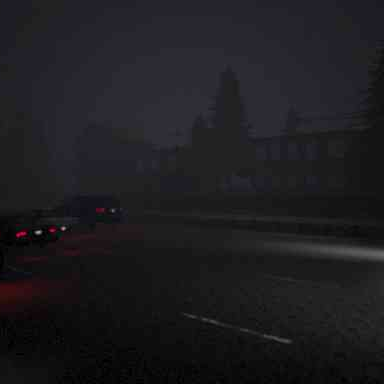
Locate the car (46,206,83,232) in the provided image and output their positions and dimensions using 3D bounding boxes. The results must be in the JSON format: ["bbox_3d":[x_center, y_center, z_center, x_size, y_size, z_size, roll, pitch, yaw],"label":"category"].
[{"bbox_3d":[-8.513,1.609,18.667,4.718,1.301,1.895,0,0,36],"label":"car"}]

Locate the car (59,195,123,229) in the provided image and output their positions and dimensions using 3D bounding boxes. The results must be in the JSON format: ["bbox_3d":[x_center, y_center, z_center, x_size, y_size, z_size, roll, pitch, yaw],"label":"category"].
[{"bbox_3d":[-6.995,1.230,21.885,5.566,2.045,2.150,0,0,36],"label":"car"}]

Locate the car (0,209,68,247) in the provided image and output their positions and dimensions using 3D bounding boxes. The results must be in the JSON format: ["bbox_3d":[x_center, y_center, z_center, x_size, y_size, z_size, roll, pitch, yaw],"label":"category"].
[{"bbox_3d":[-7.751,1.554,13.823,5.357,1.411,2.033,0,0,36],"label":"car"}]

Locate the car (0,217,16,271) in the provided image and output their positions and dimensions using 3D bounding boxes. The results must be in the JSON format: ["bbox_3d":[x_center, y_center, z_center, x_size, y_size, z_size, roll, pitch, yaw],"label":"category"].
[{"bbox_3d":[-7.047,1.483,9.012,5.008,1.535,1.882,0,0,36],"label":"car"}]
